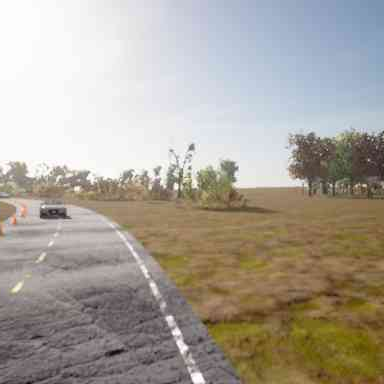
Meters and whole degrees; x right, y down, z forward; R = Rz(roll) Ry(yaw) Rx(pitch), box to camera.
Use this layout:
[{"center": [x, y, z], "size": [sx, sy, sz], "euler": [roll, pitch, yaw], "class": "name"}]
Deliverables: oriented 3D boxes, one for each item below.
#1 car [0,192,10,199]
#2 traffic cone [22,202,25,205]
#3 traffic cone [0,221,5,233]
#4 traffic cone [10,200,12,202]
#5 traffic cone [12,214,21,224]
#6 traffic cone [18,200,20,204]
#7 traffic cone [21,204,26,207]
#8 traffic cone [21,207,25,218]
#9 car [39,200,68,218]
[{"center": [-40.462, 0.793, 71.163], "size": [1.812, 1.442, 4.674], "euler": [0, 0, -44], "class": "car"}, {"center": [-17.366, 1.596, 34.795], "size": [0.340, 0.580, 0.340], "euler": [0, 0, -27], "class": "traffic cone"}, {"center": [-9.645, 1.769, 16.752], "size": [0.340, 0.580, 0.340], "euler": [0, 0, -19], "class": "traffic cone"}, {"center": [-30.282, 1.373, 55.638], "size": [0.340, 0.580, 0.340], "euler": [0, 0, -37], "class": "traffic cone"}, {"center": [-11.349, 1.726, 21.357], "size": [0.340, 0.580, 0.340], "euler": [0, 0, -21], "class": "traffic cone"}, {"center": [-22.113, 1.508, 43.389], "size": [0.340, 0.580, 0.340], "euler": [0, 0, -31], "class": "traffic cone"}, {"center": [-15.211, 1.639, 30.383], "size": [0.340, 0.580, 0.340], "euler": [0, 0, -25], "class": "traffic cone"}, {"center": [-13.205, 1.683, 25.903], "size": [0.340, 0.580, 0.340], "euler": [0, 0, -23], "class": "traffic cone"}, {"center": [-11.146, 1.304, 26.751], "size": [1.994, 1.385, 4.181], "euler": [0, 0, -23], "class": "car"}]
